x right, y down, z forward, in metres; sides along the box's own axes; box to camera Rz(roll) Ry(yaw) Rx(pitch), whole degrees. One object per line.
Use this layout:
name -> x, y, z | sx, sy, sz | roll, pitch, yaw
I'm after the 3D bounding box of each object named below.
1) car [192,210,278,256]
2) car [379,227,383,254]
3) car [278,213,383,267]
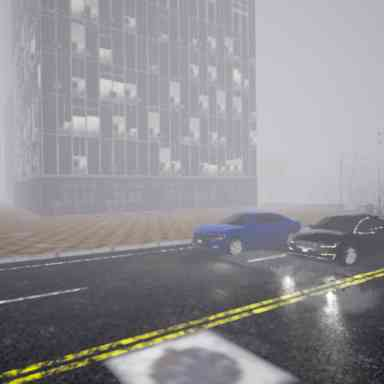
car -> 2.315, 1.493, 13.323 | 5.008, 1.535, 1.882 | 0, 0, -35
car -> 6.796, 1.582, 8.301 | 4.181, 1.385, 1.994 | 0, 0, -35
car -> 5.414, 1.523, 11.542 | 4.892, 1.490, 1.837 | 0, 0, -36
